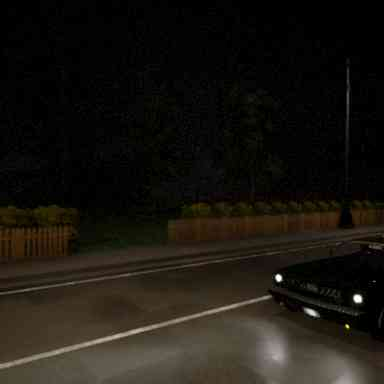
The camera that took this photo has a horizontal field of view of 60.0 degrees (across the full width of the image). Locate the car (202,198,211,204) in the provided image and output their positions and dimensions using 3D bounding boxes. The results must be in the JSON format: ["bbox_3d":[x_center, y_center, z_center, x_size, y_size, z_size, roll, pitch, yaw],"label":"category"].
[{"bbox_3d":[3.311,1.771,56.731,1.994,1.385,4.181,0,0,-36],"label":"car"}]

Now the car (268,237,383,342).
[{"bbox_3d":[3.722,1.641,6.643,4.718,1.301,1.895,0,0,-35],"label":"car"}]
